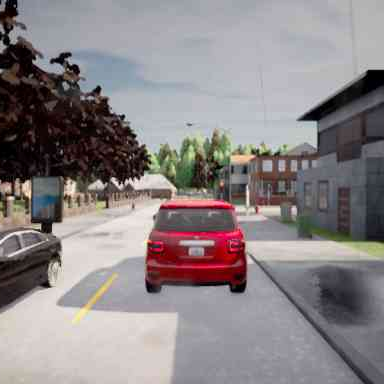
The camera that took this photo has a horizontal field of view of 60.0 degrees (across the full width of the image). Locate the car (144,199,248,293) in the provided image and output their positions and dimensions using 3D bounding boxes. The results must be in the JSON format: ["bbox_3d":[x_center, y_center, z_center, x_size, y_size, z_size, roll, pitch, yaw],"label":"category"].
[{"bbox_3d":[0.079,1.198,8.919,2.150,2.045,5.566,0,0,0],"label":"car"}]

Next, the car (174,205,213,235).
[{"bbox_3d":[0.065,1.513,19.289,1.994,1.385,4.181,0,0,0],"label":"car"}]

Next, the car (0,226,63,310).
[{"bbox_3d":[-4.104,1.476,6.346,2.128,1.511,4.902,0,0,0],"label":"car"}]
